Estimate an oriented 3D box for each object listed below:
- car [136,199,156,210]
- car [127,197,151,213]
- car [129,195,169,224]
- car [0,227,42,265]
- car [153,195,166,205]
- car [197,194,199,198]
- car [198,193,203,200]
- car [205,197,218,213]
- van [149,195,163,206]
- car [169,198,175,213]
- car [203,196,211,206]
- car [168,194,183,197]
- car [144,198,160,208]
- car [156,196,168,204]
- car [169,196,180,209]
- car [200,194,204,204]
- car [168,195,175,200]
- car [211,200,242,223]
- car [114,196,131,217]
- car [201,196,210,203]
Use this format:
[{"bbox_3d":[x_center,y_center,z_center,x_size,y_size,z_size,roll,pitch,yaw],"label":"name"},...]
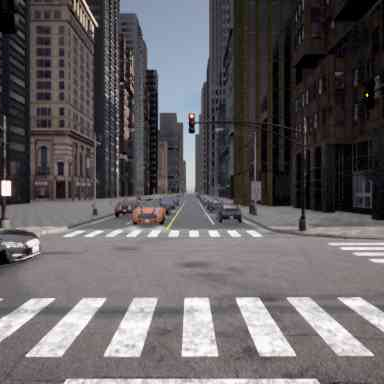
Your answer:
[{"bbox_3d":[-5.765,1.552,42.230,1.947,1.339,4.313,0,0,0],"label":"car"},{"bbox_3d":[-5.766,1.428,36.590,1.967,1.590,4.097,0,0,0],"label":"car"},{"bbox_3d":[-3.042,1.343,24.269,2.097,1.767,4.553,0,0,-2],"label":"car"},{"bbox_3d":[-7.258,1.505,10.216,4.902,1.511,2.128,0,0,0],"label":"car"},{"bbox_3d":[-5.766,1.426,59.151,1.967,1.590,4.097,0,0,0],"label":"car"},{"bbox_3d":[2.759,1.535,76.082,1.887,1.381,4.507,0,0,0],"label":"car"},{"bbox_3d":[2.759,1.427,64.801,1.967,1.590,4.097,0,0,0],"label":"car"},{"bbox_3d":[2.760,1.538,36.598,2.008,1.369,4.403,0,0,0],"label":"car"},{"bbox_3d":[-5.766,1.327,53.511,1.690,1.788,3.998,0,0,0],"label":"van"},{"bbox_3d":[-3.093,1.589,33.316,1.895,1.301,4.718,0,0,0],"label":"car"},{"bbox_3d":[2.760,1.531,42.239,1.887,1.381,4.507,0,0,0],"label":"car"},{"bbox_3d":[-3.017,1.477,53.183,2.128,1.511,4.902,0,0,0],"label":"car"},{"bbox_3d":[-5.765,1.568,47.870,1.802,1.307,4.206,0,0,0],"label":"car"},{"bbox_3d":[-5.766,1.513,64.622,1.752,1.417,4.829,0,0,0],"label":"car"},{"bbox_3d":[-3.077,1.534,43.069,2.033,1.411,5.357,0,0,0],"label":"car"},{"bbox_3d":[2.759,1.426,53.520,1.967,1.590,4.097,0,0,0],"label":"car"},{"bbox_3d":[-5.767,1.526,92.826,1.752,1.417,4.829,0,0,0],"label":"car"},{"bbox_3d":[2.760,1.541,25.317,2.008,1.369,4.403,0,0,0],"label":"car"},{"bbox_3d":[-5.766,1.304,30.948,2.192,1.841,5.009,0,0,0],"label":"car"},{"bbox_3d":[2.759,1.514,70.612,1.752,1.417,4.829,0,0,0],"label":"car"}]
